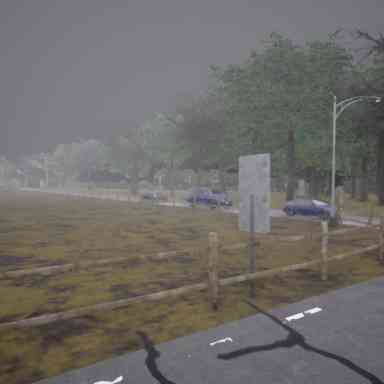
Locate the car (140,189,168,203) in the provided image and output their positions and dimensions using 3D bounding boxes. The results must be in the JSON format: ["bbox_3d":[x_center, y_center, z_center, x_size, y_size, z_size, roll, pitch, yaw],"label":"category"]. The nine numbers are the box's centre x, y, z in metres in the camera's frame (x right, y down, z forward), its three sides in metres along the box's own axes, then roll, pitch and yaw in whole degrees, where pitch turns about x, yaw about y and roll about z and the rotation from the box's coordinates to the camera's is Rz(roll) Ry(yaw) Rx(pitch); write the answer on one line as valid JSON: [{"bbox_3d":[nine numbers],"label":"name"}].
[{"bbox_3d":[-5.024,0.460,43.802,2.097,1.767,4.553,0,1,-37],"label":"car"}]

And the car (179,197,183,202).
[{"bbox_3d":[0.326,0.738,41.373,1.837,1.490,4.892,0,1,-35],"label":"car"}]

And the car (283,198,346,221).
[{"bbox_3d":[8.807,1.198,24.304,1.812,1.442,4.674,0,1,-34],"label":"car"}]

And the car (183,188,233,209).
[{"bbox_3d":[1.782,0.607,34.220,2.150,2.045,5.566,0,1,-35],"label":"car"}]
